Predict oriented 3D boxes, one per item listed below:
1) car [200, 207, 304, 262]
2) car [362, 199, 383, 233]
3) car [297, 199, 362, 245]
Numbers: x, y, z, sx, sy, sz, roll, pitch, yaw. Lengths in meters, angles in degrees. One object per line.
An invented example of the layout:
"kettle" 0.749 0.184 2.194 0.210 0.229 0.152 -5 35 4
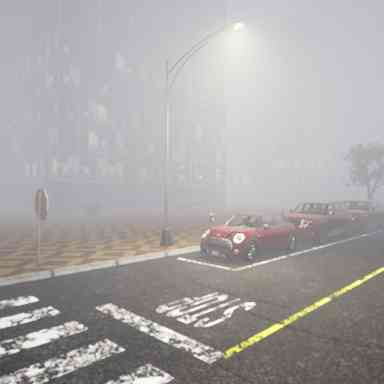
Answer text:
"car" 2.157 1.474 12.257 1.967 1.590 4.097 1 0 45
"car" 10.105 1.378 20.280 2.192 1.841 5.009 1 0 45
"car" 6.131 1.364 16.268 2.192 1.841 5.009 1 0 45
